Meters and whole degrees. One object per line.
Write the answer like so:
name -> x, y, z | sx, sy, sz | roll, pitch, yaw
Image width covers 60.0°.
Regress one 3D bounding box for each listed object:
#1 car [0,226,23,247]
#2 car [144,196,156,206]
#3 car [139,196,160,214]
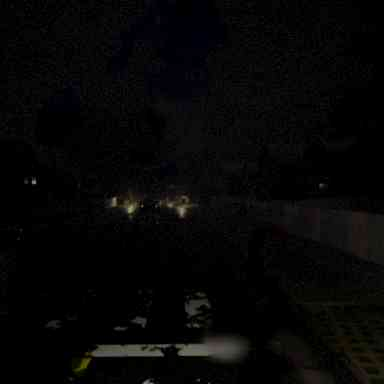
car -> -9.836, 1.885, 14.032 | 4.718, 1.301, 1.895 | -2, 1, -23
car -> -7.747, 1.550, 61.566 | 2.097, 1.767, 4.553 | 0, 0, -9
car -> -4.642, 1.436, 36.754 | 2.097, 1.767, 4.553 | 0, 0, -5
